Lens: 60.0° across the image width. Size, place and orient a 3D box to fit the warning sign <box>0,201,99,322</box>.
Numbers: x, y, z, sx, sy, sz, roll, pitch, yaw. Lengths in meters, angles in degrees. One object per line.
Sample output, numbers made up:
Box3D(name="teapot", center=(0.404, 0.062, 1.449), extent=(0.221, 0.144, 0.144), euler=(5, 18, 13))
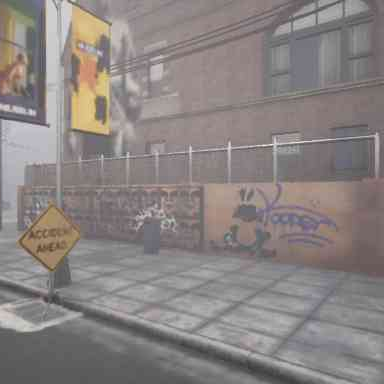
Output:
Box3D(name="warning sign", center=(-2.563, 1.114, 6.066), extent=(1.060, 1.860, 1.300), euler=(0, 0, 36))

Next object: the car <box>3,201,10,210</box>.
Box3D(name="car", center=(-24.020, 1.350, 39.931), extent=(2.097, 1.767, 4.553), euler=(0, 0, 6))
